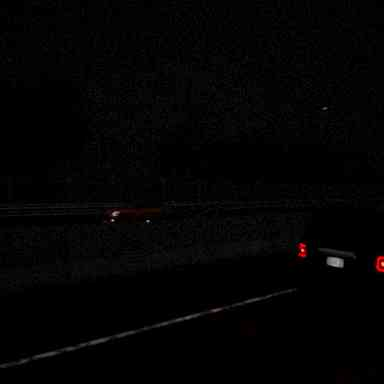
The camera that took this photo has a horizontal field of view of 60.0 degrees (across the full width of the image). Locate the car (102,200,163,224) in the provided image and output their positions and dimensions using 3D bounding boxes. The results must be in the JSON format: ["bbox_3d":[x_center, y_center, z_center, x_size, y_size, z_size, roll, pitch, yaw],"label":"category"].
[{"bbox_3d":[-3.763,1.372,22.793,4.553,1.767,2.097,0,0,-35],"label":"car"}]

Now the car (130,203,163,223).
[{"bbox_3d":[-0.806,1.570,20.603,5.357,1.411,2.033,0,0,-35],"label":"car"}]

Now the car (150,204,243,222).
[{"bbox_3d":[0.604,1.512,17.310,4.902,1.511,2.128,0,0,-35],"label":"car"}]

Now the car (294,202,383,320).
[{"bbox_3d":[4.511,1.236,6.956,5.566,2.045,2.150,0,0,-35],"label":"car"}]
